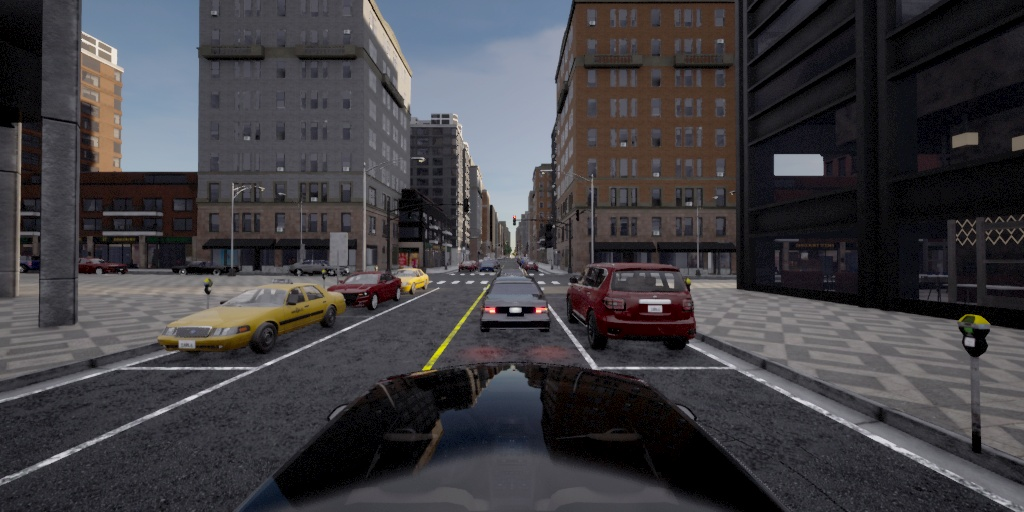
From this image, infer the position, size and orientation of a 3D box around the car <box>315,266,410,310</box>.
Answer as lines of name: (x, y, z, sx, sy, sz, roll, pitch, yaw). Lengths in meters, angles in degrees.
car: (-5.893, 1.298, 14.673, 1.888, 1.381, 4.507, 0, 0, 0)

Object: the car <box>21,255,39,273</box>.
car: (-47.617, 0.705, 34.694, 4.553, 1.767, 2.097, 1, -1, 1)

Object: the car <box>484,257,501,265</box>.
car: (-3.235, 1.327, 56.613, 1.994, 1.385, 4.181, 0, 0, 0)

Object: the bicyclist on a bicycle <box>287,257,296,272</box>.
bicyclist on a bicycle: (-23.112, 0.909, 37.711, 0.582, 1.620, 1.656, 0, 0, 0)

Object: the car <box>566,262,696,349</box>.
car: (2.649, 1.066, 9.064, 2.192, 1.841, 5.009, 0, 0, 0)

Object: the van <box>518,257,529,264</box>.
van: (2.495, 1.107, 64.352, 1.690, 1.789, 3.998, 0, 0, 0)

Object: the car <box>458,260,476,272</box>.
car: (-5.984, 1.305, 47.317, 1.888, 1.381, 4.507, 0, 0, 0)

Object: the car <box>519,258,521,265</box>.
car: (2.510, 1.346, 58.679, 1.802, 1.307, 4.207, 0, 0, 0)

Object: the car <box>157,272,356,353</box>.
car: (-5.877, 1.277, 8.879, 1.751, 1.417, 4.829, 0, 0, 0)

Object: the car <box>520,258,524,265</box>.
car: (2.526, 1.344, 53.005, 1.802, 1.307, 4.207, 0, 0, 0)

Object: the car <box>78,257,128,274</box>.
car: (-36.835, 0.898, 31.524, 5.008, 1.535, 1.882, 1, -1, 0)

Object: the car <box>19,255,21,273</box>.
car: (-47.228, 0.830, 31.595, 4.892, 1.490, 1.837, 0, -1, 1)

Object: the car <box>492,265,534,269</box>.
car: (0.018, 1.355, 20.522, 1.895, 1.301, 4.718, 0, 0, 0)

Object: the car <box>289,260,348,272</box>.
car: (-16.843, 1.092, 31.449, 4.902, 1.511, 2.128, 1, -1, 0)

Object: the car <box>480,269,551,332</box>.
car: (0.066, 1.299, 10.795, 2.033, 1.411, 5.357, 0, 0, 0)

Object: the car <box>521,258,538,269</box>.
car: (2.542, 1.342, 47.332, 1.802, 1.307, 4.207, 0, 0, 0)

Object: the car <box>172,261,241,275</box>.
car: (-26.740, 1.113, 31.482, 4.718, 1.301, 1.895, 1, -1, 0)

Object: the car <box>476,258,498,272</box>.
car: (-3.249, 1.308, 46.757, 2.033, 1.411, 5.357, 0, 0, -4)

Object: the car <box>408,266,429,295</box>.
car: (-5.908, 1.279, 20.128, 1.751, 1.417, 4.829, 0, 0, 0)
